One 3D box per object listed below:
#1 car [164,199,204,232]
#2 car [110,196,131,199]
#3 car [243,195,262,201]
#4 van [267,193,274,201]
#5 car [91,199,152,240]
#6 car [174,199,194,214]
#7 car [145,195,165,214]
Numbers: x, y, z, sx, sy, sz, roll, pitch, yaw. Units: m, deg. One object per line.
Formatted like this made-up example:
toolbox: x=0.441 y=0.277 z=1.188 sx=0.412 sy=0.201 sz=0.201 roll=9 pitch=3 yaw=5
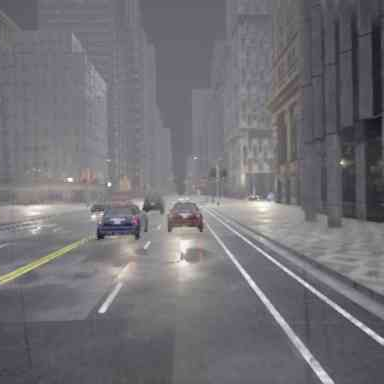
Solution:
car: x=-0.437 y=1.404 z=20.843 sx=2.097 sy=1.767 sz=4.553 roll=-1 pitch=0 yaw=-1
car: x=-7.494 y=1.425 z=34.508 sx=2.150 sy=2.045 sz=5.566 roll=-1 pitch=-1 yaw=-1
car: x=13.819 y=1.442 z=76.411 sx=4.403 sy=1.369 sz=2.008 roll=-1 pitch=0 yaw=-1
van: x=19.431 y=1.126 z=76.544 sx=3.998 sy=1.788 sz=1.690 roll=-1 pitch=0 yaw=-1
car: x=-3.584 y=1.451 z=17.854 sx=2.097 sy=1.767 sz=4.553 roll=-1 pitch=0 yaw=-2
car: x=-0.910 y=1.589 z=38.363 sx=2.128 sy=1.511 sz=4.902 roll=-1 pitch=0 yaw=-1
car: x=-4.112 y=1.369 z=36.699 sx=2.150 sy=2.045 sz=5.566 roll=-1 pitch=0 yaw=-2
